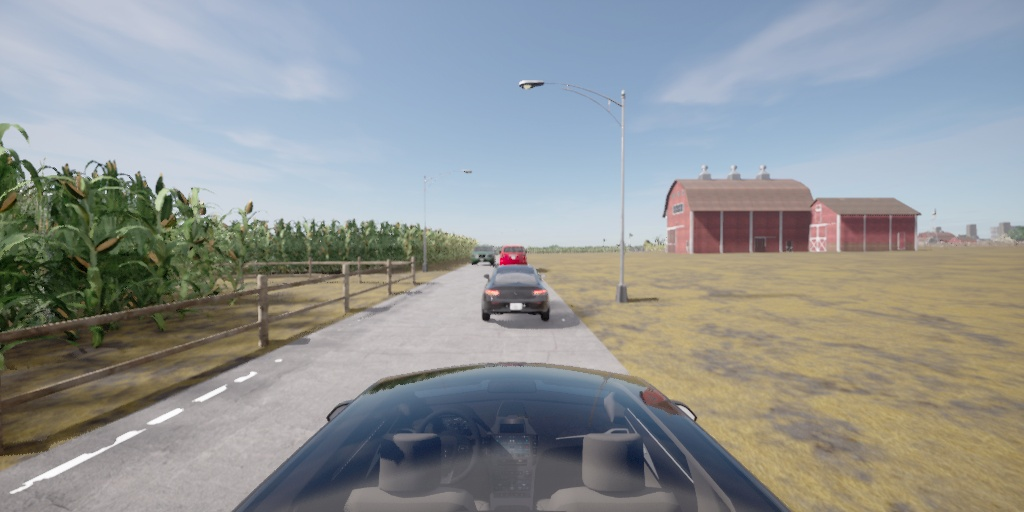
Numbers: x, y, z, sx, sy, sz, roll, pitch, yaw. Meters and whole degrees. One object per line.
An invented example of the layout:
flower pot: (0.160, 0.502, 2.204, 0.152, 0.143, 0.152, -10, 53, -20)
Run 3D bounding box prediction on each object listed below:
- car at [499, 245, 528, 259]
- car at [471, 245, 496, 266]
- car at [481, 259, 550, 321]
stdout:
car: (0.104, 0.114, 29.441, 2.150, 2.045, 5.566, 0, 2, 0)
car: (-2.842, -0.097, 36.487, 2.150, 2.045, 5.566, 0, 2, 0)
car: (0.090, 0.986, 10.977, 1.812, 1.442, 4.674, 0, 2, 0)
